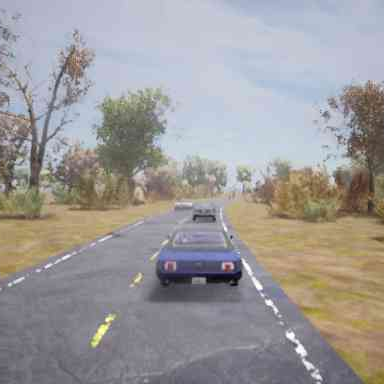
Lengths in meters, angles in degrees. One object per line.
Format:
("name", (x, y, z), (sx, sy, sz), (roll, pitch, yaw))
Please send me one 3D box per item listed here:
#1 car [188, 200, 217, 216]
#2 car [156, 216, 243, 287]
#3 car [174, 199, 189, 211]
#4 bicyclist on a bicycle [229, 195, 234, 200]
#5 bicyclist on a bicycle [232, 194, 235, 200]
("car", (1.075, 1.536, 27.616), (2.033, 1.411, 5.357), (0, 0, 4))
("car", (0.220, 1.596, 9.257), (1.895, 1.301, 4.718), (0, 0, 2))
("car", (-1.038, 1.586, 40.706), (1.895, 1.301, 4.718), (0, 0, 6))
("bicyclist on a bicycle", (9.787, 1.448, 85.974), (0.582, 1.620, 1.656), (0, 0, 12))
("bicyclist on a bicycle", (11.700, 1.368, 94.714), (0.659, 1.776, 1.843), (0, 0, 13))
